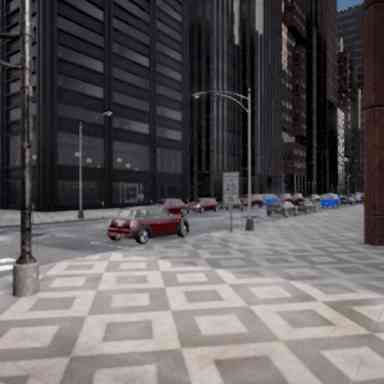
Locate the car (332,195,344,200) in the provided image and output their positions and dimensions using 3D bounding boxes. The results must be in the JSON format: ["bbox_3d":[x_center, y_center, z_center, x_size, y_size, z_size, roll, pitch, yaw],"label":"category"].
[{"bbox_3d":[37.054,1.356,84.203,1.947,1.339,4.313,0,0,36],"label":"car"}]

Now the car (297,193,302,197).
[{"bbox_3d":[17.401,1.158,56.878,2.192,1.841,5.009,0,0,36],"label":"car"}]

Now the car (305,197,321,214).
[{"bbox_3d":[11.232,1.443,33.700,1.947,1.339,4.313,0,0,36],"label":"car"}]

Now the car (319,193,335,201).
[{"bbox_3d":[30.503,1.121,75.094,2.192,1.841,5.009,0,0,36],"label":"car"}]

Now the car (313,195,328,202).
[{"bbox_3d":[27.228,1.366,70.541,2.008,1.369,4.403,0,0,36],"label":"car"}]

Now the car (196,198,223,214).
[{"bbox_3d":[1.026,1.341,34.109,1.967,1.590,4.097,0,0,36],"label":"car"}]

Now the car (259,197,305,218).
[{"bbox_3d":[7.957,1.440,29.146,2.008,1.369,4.403,0,0,36],"label":"car"}]

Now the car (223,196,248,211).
[{"bbox_3d":[4.301,1.439,38.663,2.008,1.369,4.403,0,0,36],"label":"car"}]

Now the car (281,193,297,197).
[{"bbox_3d":[14.127,1.168,52.325,2.192,1.841,5.009,0,0,36],"label":"car"}]

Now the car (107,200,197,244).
[{"bbox_3d":[-1.868,1.370,15.485,1.967,1.590,4.097,0,0,36],"label":"car"}]

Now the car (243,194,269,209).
[{"bbox_3d":[7.576,1.191,43.217,2.192,1.841,5.009,0,0,36],"label":"car"}]

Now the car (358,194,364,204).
[{"bbox_3d":[27.607,1.388,56.468,1.947,1.339,4.313,0,0,36],"label":"car"}]

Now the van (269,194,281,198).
[{"bbox_3d":[10.851,1.205,47.770,1.690,1.788,3.998,0,0,36],"label":"van"}]

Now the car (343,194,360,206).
[{"bbox_3d":[24.332,1.398,51.914,1.947,1.339,4.313,0,0,36],"label":"car"}]

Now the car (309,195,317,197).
[{"bbox_3d":[23.953,1.264,65.987,1.967,1.590,4.097,0,0,36],"label":"car"}]

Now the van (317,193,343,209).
[{"bbox_3d":[17.782,1.194,42.807,1.690,1.788,3.998,0,0,36],"label":"van"}]
